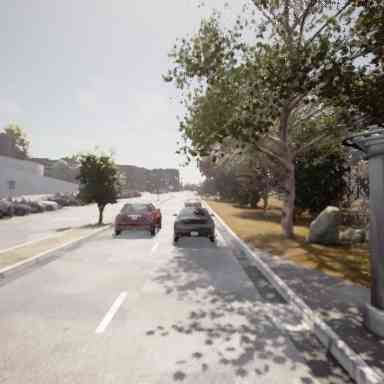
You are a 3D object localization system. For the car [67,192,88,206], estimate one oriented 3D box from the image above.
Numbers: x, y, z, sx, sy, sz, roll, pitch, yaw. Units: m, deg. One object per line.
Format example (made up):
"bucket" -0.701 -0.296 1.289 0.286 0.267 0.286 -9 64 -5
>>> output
"car" -16.796 1.191 44.501 4.792 1.488 2.163 -1 1 -20

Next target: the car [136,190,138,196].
"car" -16.785 0.800 83.498 4.674 1.452 2.002 -1 1 -20

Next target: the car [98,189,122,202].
"car" -16.782 0.776 65.496 4.553 1.767 2.185 -1 1 -20

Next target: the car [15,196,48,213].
"car" -16.860 1.213 32.472 4.553 1.767 2.185 -1 1 -20

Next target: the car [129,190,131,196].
"car" -16.832 0.856 74.478 4.792 1.488 2.163 -1 1 -20

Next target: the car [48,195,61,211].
"car" -16.829 1.338 35.485 4.674 1.452 2.002 -1 1 -20

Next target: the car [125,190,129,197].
"car" -16.816 0.851 71.493 4.892 1.521 2.231 -1 0 -20

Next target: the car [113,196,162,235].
"car" -2.903 1.325 18.907 2.097 1.767 4.553 0 0 0

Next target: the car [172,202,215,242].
"car" 0.098 1.492 16.460 1.837 1.490 4.892 0 0 0

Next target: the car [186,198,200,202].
"car" 0.096 1.364 34.695 2.033 1.411 5.357 0 1 0

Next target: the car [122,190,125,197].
"car" -16.843 0.750 68.482 4.553 1.767 2.185 -1 0 -20

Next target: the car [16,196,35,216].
"car" -16.832 1.418 29.485 4.674 1.452 2.002 -1 0 -20

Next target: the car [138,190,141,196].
"car" -16.806 0.488 86.492 5.566 2.045 2.435 -1 1 -20

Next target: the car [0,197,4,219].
"car" -16.861 1.183 23.459 5.566 2.045 2.435 -1 1 -20

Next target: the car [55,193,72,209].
"car" -16.818 1.254 38.484 5.008 1.535 2.097 -1 1 -20

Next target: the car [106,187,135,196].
"car" -16.833 0.553 77.479 5.566 2.045 2.435 -1 1 -20

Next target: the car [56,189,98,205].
"car" -16.800 0.867 47.500 5.566 2.045 2.435 -1 1 -20

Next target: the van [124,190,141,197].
"van" -16.619 0.469 92.565 4.442 1.987 1.878 -1 0 -19

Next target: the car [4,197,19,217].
"car" -16.857 1.436 26.461 4.792 1.488 2.163 -1 1 -20
